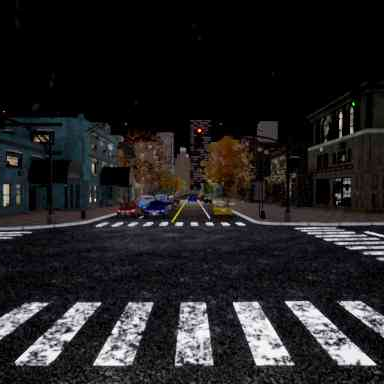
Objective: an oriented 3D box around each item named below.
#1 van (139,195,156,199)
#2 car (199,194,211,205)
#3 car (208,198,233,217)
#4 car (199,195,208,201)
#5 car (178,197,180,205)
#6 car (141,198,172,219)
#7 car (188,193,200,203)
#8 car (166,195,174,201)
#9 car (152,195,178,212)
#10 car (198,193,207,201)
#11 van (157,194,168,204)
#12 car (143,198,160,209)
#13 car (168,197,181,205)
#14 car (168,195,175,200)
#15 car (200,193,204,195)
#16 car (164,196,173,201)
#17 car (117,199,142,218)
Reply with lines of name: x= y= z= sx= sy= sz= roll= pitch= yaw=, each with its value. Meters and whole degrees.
van: x=-5.669 y=1.333 z=41.460 sx=1.690 sy=1.788 sz=3.998 roll=0 pitch=0 yaw=0
car: x=2.723 y=1.539 z=58.094 sx=2.008 sy=1.369 sz=4.403 roll=-1 pitch=0 yaw=0
car: x=2.706 y=1.520 z=30.533 sx=1.752 sy=1.417 sz=4.829 roll=-1 pitch=0 yaw=0
car: x=2.737 y=1.528 z=80.279 sx=1.887 sy=1.381 sz=4.507 roll=-1 pitch=0 yaw=0
car: x=-3.063 y=1.555 z=47.944 sx=1.994 sy=1.385 sz=4.181 roll=0 pitch=0 yaw=0
car: x=-3.099 y=1.521 z=29.621 sx=1.812 sy=1.442 sz=4.674 roll=0 pitch=0 yaw=0
car: x=0.110 y=1.463 z=70.795 sx=1.882 sy=1.535 sz=5.008 roll=0 pitch=0 yaw=0
car: x=-5.641 y=1.526 z=85.831 sx=1.887 sy=1.381 sz=4.507 roll=0 pitch=0 yaw=0
car: x=-3.075 y=1.484 z=38.820 sx=2.128 sy=1.511 sz=4.902 roll=0 pitch=0 yaw=0
car: x=2.737 y=1.297 z=85.826 sx=2.192 sy=1.841 sz=5.009 roll=-1 pitch=0 yaw=0
van: x=-5.656 y=1.328 z=63.645 sx=1.690 sy=1.788 sz=3.998 roll=0 pitch=0 yaw=0
car: x=-5.665 y=1.536 z=47.007 sx=1.887 sy=1.381 sz=4.507 roll=0 pitch=0 yaw=0
car: x=-3.028 y=1.589 z=58.054 sx=1.895 sy=1.301 sz=4.718 roll=0 pitch=0 yaw=0
car: x=-5.638 y=1.562 z=91.377 sx=1.802 sy=1.307 sz=4.206 roll=0 pitch=0 yaw=0
car: x=2.733 y=1.551 z=74.733 sx=1.947 sy=1.339 sz=4.313 roll=-1 pitch=0 yaw=0
car: x=-5.645 y=1.549 z=80.284 sx=1.947 sy=1.339 sz=4.313 roll=0 pitch=0 yaw=0
car: x=-5.674 y=1.577 z=30.367 sx=1.802 sy=1.307 sz=4.206 roll=0 pitch=0 yaw=0
